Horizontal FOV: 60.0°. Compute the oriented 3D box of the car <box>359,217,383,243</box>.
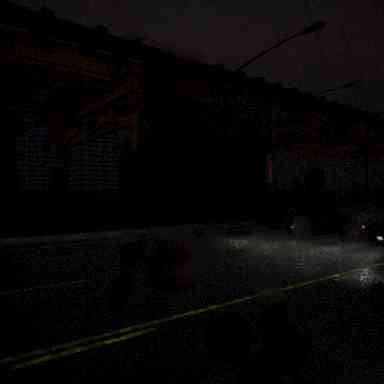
[{"bbox_3d":[9.600,1.601,15.088,4.718,1.301,1.895,0,0,-35],"label":"car"}]

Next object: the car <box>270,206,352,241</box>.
[{"bbox_3d":[6.107,1.477,16.902,5.008,1.535,1.882,0,0,-35],"label":"car"}]
